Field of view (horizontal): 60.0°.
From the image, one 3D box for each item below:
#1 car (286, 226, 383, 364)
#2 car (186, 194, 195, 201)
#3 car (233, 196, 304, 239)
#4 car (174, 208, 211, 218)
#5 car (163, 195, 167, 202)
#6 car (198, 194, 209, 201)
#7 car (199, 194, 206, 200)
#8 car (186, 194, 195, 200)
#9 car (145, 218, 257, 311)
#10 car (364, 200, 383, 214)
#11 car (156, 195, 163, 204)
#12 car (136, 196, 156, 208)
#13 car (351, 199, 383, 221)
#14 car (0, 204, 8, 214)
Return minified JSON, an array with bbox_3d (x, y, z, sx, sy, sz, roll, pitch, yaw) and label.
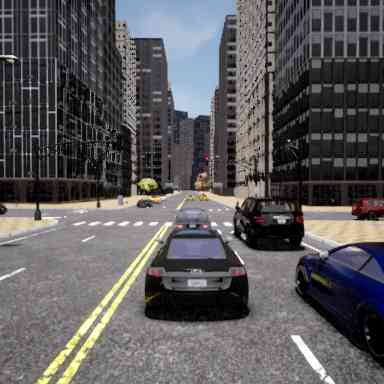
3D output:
[{"bbox_3d":[3.334,1.560,5.852,1.994,1.385,4.181,0,0,-1],"label":"car"},{"bbox_3d":[-0.357,1.376,78.676,1.882,1.535,5.008,0,0,0],"label":"car"},{"bbox_3d":[3.306,1.209,15.273,2.150,2.045,5.566,0,0,-2],"label":"car"},{"bbox_3d":[0.023,1.534,17.043,2.033,1.411,5.357,0,0,0],"label":"car"},{"bbox_3d":[-6.845,1.435,75.840,1.812,1.442,4.674,0,0,0],"label":"car"},{"bbox_3d":[2.893,1.376,78.690,1.882,1.535,5.008,0,0,0],"label":"car"},{"bbox_3d":[2.845,1.219,89.107,1.837,1.490,4.892,0,0,0],"label":"car"},{"bbox_3d":[-0.405,1.245,89.093,2.128,1.511,4.902,0,0,0],"label":"car"},{"bbox_3d":[0.066,1.558,7.822,1.994,1.385,4.181,0,0,-1],"label":"car"},{"bbox_3d":[21.646,1.634,36.272,4.829,1.417,1.752,1,0,1],"label":"car"},{"bbox_3d":[-6.842,1.413,60.566,1.882,1.535,5.008,0,0,0],"label":"car"},{"bbox_3d":[-6.810,1.517,48.218,1.994,1.385,4.181,0,0,0],"label":"car"},{"bbox_3d":[16.075,1.512,27.960,5.009,1.841,2.192,1,0,1],"label":"car"},{"bbox_3d":[-19.506,1.400,30.971,4.181,1.385,1.994,1,1,1],"label":"car"}]
